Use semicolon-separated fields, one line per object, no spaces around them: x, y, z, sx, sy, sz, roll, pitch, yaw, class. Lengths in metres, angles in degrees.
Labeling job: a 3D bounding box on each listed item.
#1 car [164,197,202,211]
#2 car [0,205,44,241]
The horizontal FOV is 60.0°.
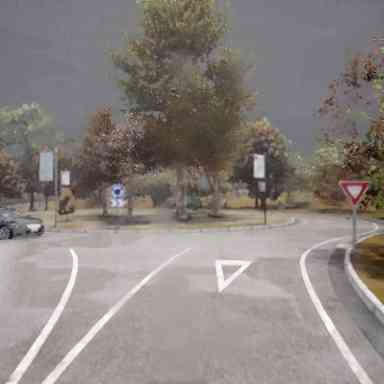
-1.319;1.756;49.018;5.566;2.045;2.150;1;-1;11;car
-9.975;1.630;17.558;4.902;1.511;2.128;0;-1;26;car
